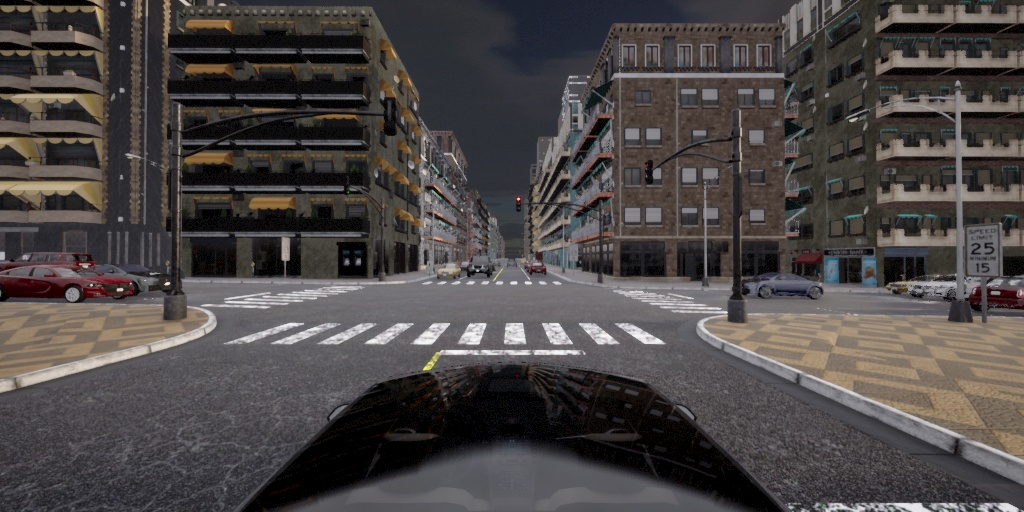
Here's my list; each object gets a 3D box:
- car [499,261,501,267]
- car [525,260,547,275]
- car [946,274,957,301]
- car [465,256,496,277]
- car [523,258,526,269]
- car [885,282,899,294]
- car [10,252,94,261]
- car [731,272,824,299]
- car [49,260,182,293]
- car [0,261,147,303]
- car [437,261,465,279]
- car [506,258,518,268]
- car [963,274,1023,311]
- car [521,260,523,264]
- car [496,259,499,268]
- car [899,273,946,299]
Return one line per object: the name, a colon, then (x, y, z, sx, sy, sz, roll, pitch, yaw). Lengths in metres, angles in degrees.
car: (-3.037, 1.260, 63.225, 2.128, 1.511, 4.902, 0, 0, 0)
car: (2.701, 1.303, 38.346, 1.888, 1.381, 4.507, 0, 0, 0)
car: (23.640, 1.655, 16.606, 4.674, 1.442, 1.812, 1, -1, 0)
car: (-3.091, 0.979, 35.247, 2.150, 2.045, 5.566, 0, 0, 0)
car: (2.703, 1.200, 43.870, 1.967, 1.591, 4.097, 0, 0, 0)
car: (26.252, 1.754, 22.364, 4.829, 1.417, 1.751, 0, 0, 0)
car: (-28.641, 0.686, 21.998, 5.009, 1.841, 2.192, 0, 0, 0)
car: (14.508, 1.582, 19.729, 4.181, 1.385, 1.994, 1, -1, 0)
car: (-17.674, 1.049, 16.290, 4.181, 1.385, 1.994, 1, -1, -1)
car: (-17.259, 1.012, 13.700, 4.507, 1.381, 1.888, 0, 0, 0)
car: (-5.681, 1.282, 32.669, 1.751, 1.417, 4.829, 0, 0, 0)
car: (0.018, 1.259, 63.775, 2.128, 1.511, 4.902, 0, 0, 0)
car: (20.838, 1.500, 14.011, 4.097, 1.591, 1.967, 0, 0, 0)
car: (2.706, 1.346, 54.917, 1.802, 1.307, 4.207, 0, 0, 0)
car: (-3.087, 1.267, 47.068, 1.837, 1.490, 4.892, 0, 0, 0)
car: (24.838, 1.705, 19.803, 4.674, 1.442, 1.812, 1, -1, 0)
